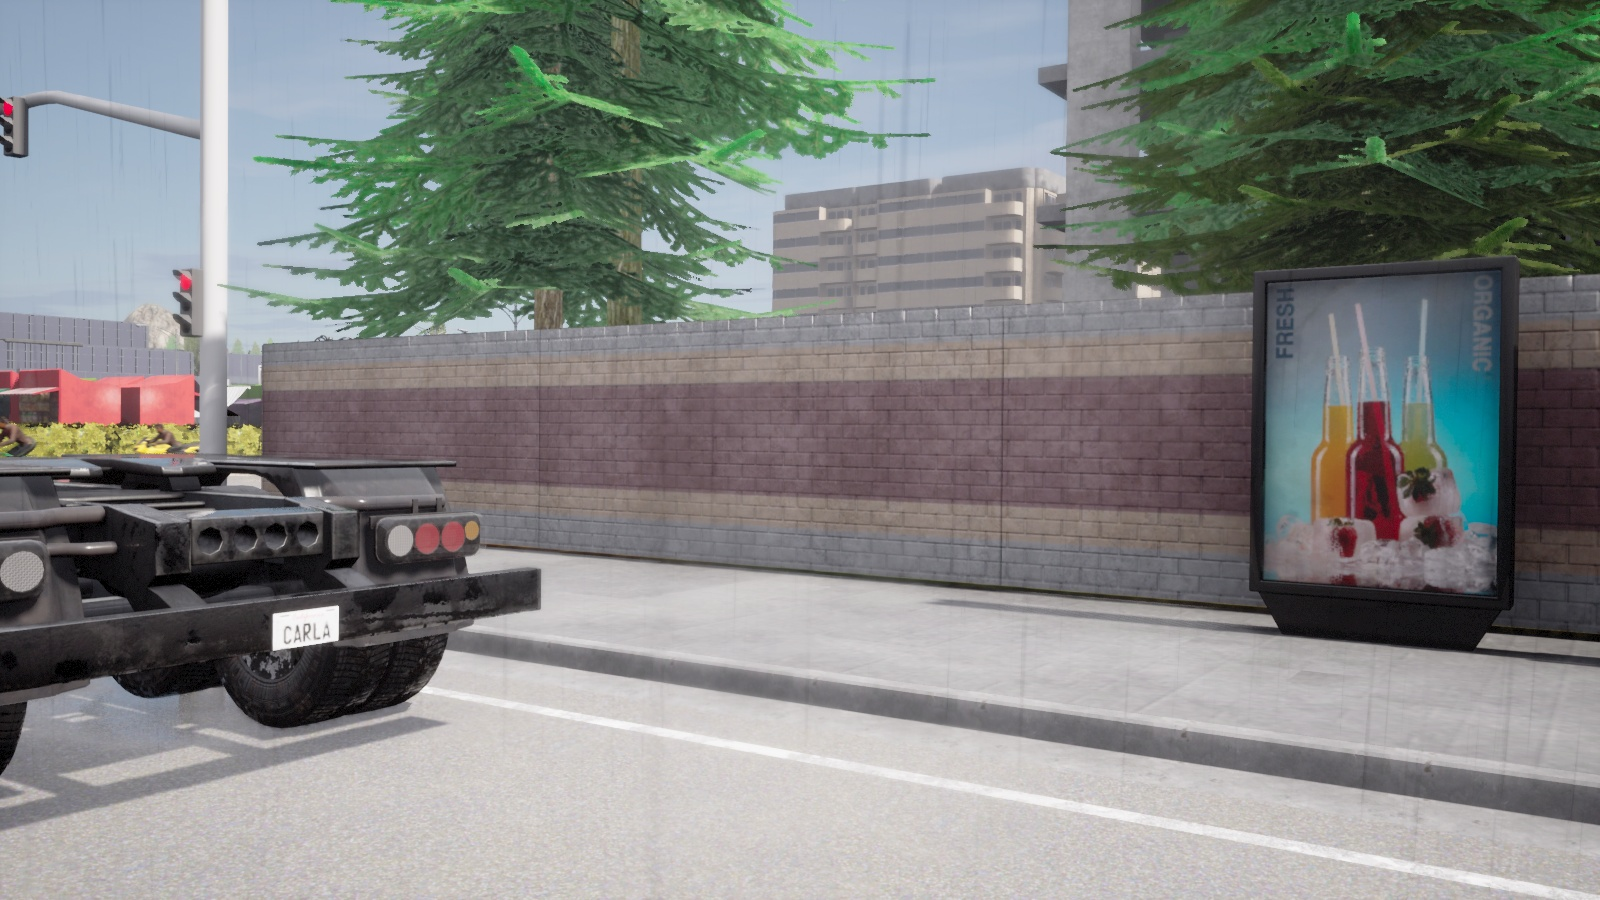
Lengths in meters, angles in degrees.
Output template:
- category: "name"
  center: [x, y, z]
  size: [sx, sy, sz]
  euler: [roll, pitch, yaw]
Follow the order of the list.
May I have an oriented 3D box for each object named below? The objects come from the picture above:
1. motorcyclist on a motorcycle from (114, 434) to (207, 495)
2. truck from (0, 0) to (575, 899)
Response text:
- category: "motorcyclist on a motorcycle"
  center: [-16.762, 0.360, 32.961]
  size: [0.797, 1.523, 2.044]
  euler: [0, 1, 33]
- category: "truck"
  center: [-5.216, -0.300, 7.067]
  size: [7.936, 3.462, 2.891]
  euler: [0, 1, 34]
